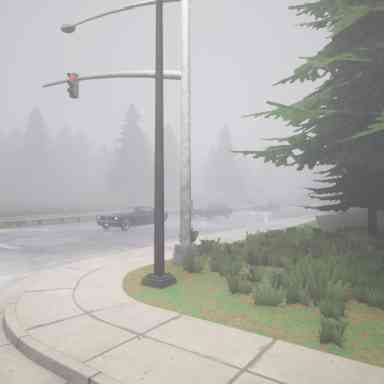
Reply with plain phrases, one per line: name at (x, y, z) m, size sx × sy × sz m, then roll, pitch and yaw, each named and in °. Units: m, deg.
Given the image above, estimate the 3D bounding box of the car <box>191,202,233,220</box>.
car at (1.635, 1.574, 28.522) m, size 1.895 × 1.301 × 4.718 m, roll 0°, pitch 0°, yaw 35°

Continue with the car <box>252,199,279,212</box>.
car at (8.607, 1.499, 38.421) m, size 1.812 × 1.442 × 4.674 m, roll 0°, pitch 0°, yaw 36°

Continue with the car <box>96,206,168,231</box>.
car at (-3.648, 1.574, 20.870) m, size 1.895 × 1.301 × 4.718 m, roll 0°, pitch 0°, yaw 35°
